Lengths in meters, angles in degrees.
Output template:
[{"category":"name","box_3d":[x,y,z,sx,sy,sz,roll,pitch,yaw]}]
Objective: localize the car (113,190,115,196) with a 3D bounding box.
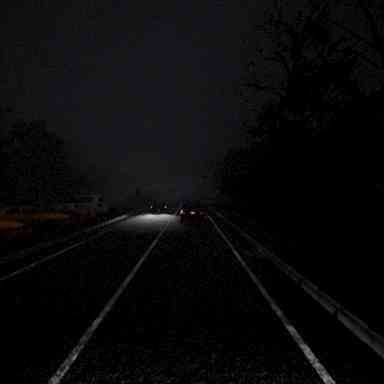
[{"category":"car","box_3d":[-23.341,0.771,86.455,5.008,1.535,2.097,0,1,0]}]

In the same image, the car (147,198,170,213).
[{"category":"car","box_3d":[-3.461,1.612,36.363,1.895,1.301,4.718,0,0,0]}]

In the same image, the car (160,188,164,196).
[{"category":"car","box_3d":[-10.235,0.645,86.588,4.553,1.767,2.185,0,1,0]}]

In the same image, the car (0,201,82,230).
[{"category":"car","box_3d":[-10.006,1.517,20.605,5.366,1.575,1.946,0,0,0]}]

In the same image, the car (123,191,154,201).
[{"category":"car","box_3d":[-10.313,1.028,64.300,4.792,1.488,2.163,0,0,0]}]

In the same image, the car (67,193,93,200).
[{"category":"car","box_3d":[-23.406,1.027,69.720,4.674,1.452,2.002,0,0,0]}]

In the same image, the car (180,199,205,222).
[{"category":"car","box_3d":[0.034,1.545,26.266,2.033,1.411,5.357,0,0,0]}]

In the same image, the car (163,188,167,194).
[{"category":"car","box_3d":[-10.269,0.407,94.947,4.553,1.767,2.185,0,2,0]}]

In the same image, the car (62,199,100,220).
[{"category":"car","box_3d":[-10.362,1.550,26.158,5.366,1.575,1.946,0,0,0]}]

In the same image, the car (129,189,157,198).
[{"category":"car","box_3d":[-10.354,0.864,69.869,4.553,1.767,2.185,0,0,0]}]

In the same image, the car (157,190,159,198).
[{"category":"car","box_3d":[-10.308,0.978,72.649,5.008,1.535,2.097,0,1,0]}]

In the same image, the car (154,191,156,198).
[{"category":"car","box_3d":[-10.362,1.024,67.084,4.792,1.488,2.163,0,0,0]}]

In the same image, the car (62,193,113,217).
[{"category":"car","box_3d":[-10.198,1.319,28.935,5.566,2.045,2.435,0,0,0]}]

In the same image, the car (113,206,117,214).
[{"category":"car","box_3d":[-10.168,1.587,31.709,5.008,1.535,2.097,0,0,0]}]

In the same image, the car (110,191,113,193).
[{"category":"car","box_3d":[-23.351,0.832,83.665,5.008,1.535,2.097,0,1,0]}]

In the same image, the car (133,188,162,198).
[{"category":"car","box_3d":[-10.333,0.706,75.440,5.566,2.045,2.435,0,1,0]}]

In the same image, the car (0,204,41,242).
[{"category":"car","box_3d":[-10.020,1.485,14.932,5.366,1.575,1.946,0,0,0]}]

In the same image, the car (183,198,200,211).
[{"category":"car","box_3d":[-0.053,1.566,42.868,2.033,1.411,5.357,0,0,0]}]

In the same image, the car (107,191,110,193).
[{"category":"car","box_3d":[-23.336,0.915,80.875,4.792,1.488,2.163,0,1,0]}]

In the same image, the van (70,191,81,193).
[{"category":"van","box_3d":[-23.295,0.771,64.260,4.442,1.987,1.878,1,0,0]}]

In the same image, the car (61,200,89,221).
[{"category":"car","box_3d":[-10.190,1.537,23.381,4.892,1.521,2.231,0,0,0]}]

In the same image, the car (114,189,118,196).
[{"category":"car","box_3d":[-23.330,0.698,89.372,4.892,1.521,2.231,0,1,0]}]

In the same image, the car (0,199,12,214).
[{"category":"car","box_3d":[-23.223,1.616,37.167,5.008,1.535,2.097,0,0,0]}]

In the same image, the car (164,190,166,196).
[{"category":"car","box_3d":[-10.227,0.729,89.379,4.792,1.488,2.163,0,2,0]}]
